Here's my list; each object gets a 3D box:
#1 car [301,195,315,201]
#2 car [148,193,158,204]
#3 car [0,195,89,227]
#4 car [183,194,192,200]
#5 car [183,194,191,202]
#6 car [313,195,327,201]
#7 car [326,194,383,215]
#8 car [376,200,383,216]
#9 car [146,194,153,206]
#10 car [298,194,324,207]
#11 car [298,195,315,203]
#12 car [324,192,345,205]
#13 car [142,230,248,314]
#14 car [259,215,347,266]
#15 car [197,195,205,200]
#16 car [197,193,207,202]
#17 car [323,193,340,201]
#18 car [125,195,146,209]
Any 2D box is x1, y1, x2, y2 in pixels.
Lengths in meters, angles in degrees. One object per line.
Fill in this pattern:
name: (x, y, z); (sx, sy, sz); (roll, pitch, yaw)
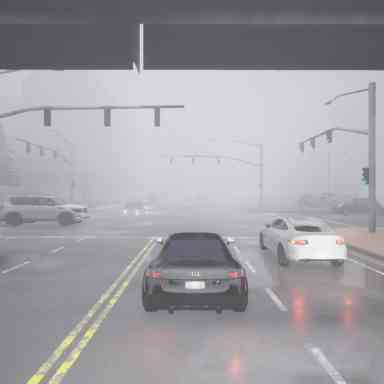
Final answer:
car: (27.916, 1.395, 79.934); (1.970, 1.475, 3.806); (0, 0, 0)
car: (-8.051, 1.221, 66.069); (2.150, 2.045, 5.566); (0, 0, 0)
car: (-9.832, 1.222, 22.294); (5.566, 2.045, 2.150); (0, 0, -1)
car: (-1.156, 1.351, 86.035); (2.128, 1.511, 4.902); (0, 0, 0)
car: (-1.097, 1.593, 76.964); (1.895, 1.301, 4.718); (0, 0, 0)
car: (30.811, 1.364, 79.942); (1.784, 1.438, 3.905); (0, 0, 0)
car: (16.354, 1.352, 33.157); (4.553, 1.767, 2.097); (0, 0, 1)
car: (19.150, 1.601, 29.626); (4.718, 1.301, 1.895); (0, 0, 1)
car: (-8.044, 1.526, 55.416); (1.812, 1.442, 4.674); (0, 0, 0)
car: (16.645, 1.153, 47.386); (1.932, 1.855, 4.605); (0, 0, 0)
car: (22.193, 1.395, 64.815); (1.970, 1.475, 3.806); (0, 0, 0)
car: (19.540, 1.156, 47.340); (1.905, 1.878, 3.866); (0, 0, 0)
car: (0.067, 1.564, 7.704); (1.994, 1.385, 4.181); (0, 0, 0)
car: (3.582, 1.526, 11.364); (1.812, 1.442, 4.674); (0, 0, 0)
car: (2.344, 1.378, 86.058); (1.994, 1.385, 4.181); (0, 0, 0)
car: (2.403, 1.223, 76.990); (2.150, 2.045, 5.566); (0, 0, 0)
car: (33.495, 1.153, 80.000); (1.932, 1.855, 4.605); (0, 0, 0)
car: (-7.994, 1.478, 46.136); (1.882, 1.535, 5.008); (0, 0, 0)
